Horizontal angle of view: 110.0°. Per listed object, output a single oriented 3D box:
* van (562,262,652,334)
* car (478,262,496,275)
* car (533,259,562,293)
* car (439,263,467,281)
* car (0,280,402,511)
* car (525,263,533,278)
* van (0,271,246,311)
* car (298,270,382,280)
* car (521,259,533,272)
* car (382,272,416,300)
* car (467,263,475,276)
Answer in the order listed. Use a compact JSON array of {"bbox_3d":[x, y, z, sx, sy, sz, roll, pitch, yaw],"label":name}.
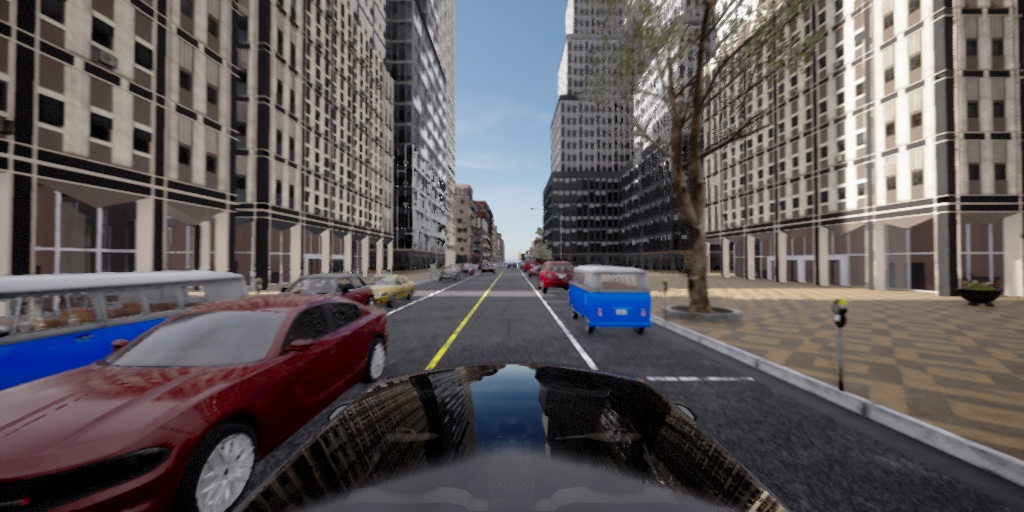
[{"bbox_3d":[2.695,1.174,10.677,1.690,1.789,3.998,0,0,0],"label":"van"},{"bbox_3d":[-3.075,1.792,47.268,1.895,1.301,4.718,0,-1,0],"label":"car"},{"bbox_3d":[2.694,1.257,22.055,2.192,1.841,5.009,0,0,0],"label":"car"},{"bbox_3d":[-5.699,1.604,33.456,2.007,1.370,4.403,0,0,0],"label":"car"},{"bbox_3d":[-3.101,1.252,4.366,1.882,1.535,5.008,0,-1,0],"label":"car"},{"bbox_3d":[2.663,1.692,39.121,1.802,1.307,4.207,0,0,0],"label":"car"},{"bbox_3d":[-5.692,1.122,5.012,1.690,1.789,3.998,0,0,0],"label":"van"},{"bbox_3d":[-5.693,1.274,10.701,1.967,1.591,4.097,0,0,0],"label":"car"},{"bbox_3d":[2.986,1.522,57.737,2.150,2.045,5.566,0,-1,0],"label":"car"},{"bbox_3d":[-5.695,1.413,16.220,1.751,1.417,4.829,0,0,0],"label":"car"},{"bbox_3d":[-5.701,1.607,44.833,1.967,1.591,4.097,0,0,0],"label":"car"}]
